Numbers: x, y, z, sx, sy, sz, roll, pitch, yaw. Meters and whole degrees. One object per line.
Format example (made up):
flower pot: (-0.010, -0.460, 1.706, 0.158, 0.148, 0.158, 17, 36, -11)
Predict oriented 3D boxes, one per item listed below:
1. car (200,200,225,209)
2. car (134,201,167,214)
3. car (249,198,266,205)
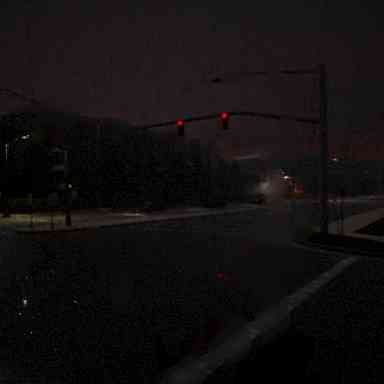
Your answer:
car: (3.319, 1.908, 52.125, 1.895, 1.301, 4.718, -1, 0, 35)
car: (-4.956, 1.833, 40.365, 1.812, 1.442, 4.674, -1, 0, 36)
car: (12.949, 1.834, 65.721, 1.812, 1.442, 4.674, -1, 0, 35)
